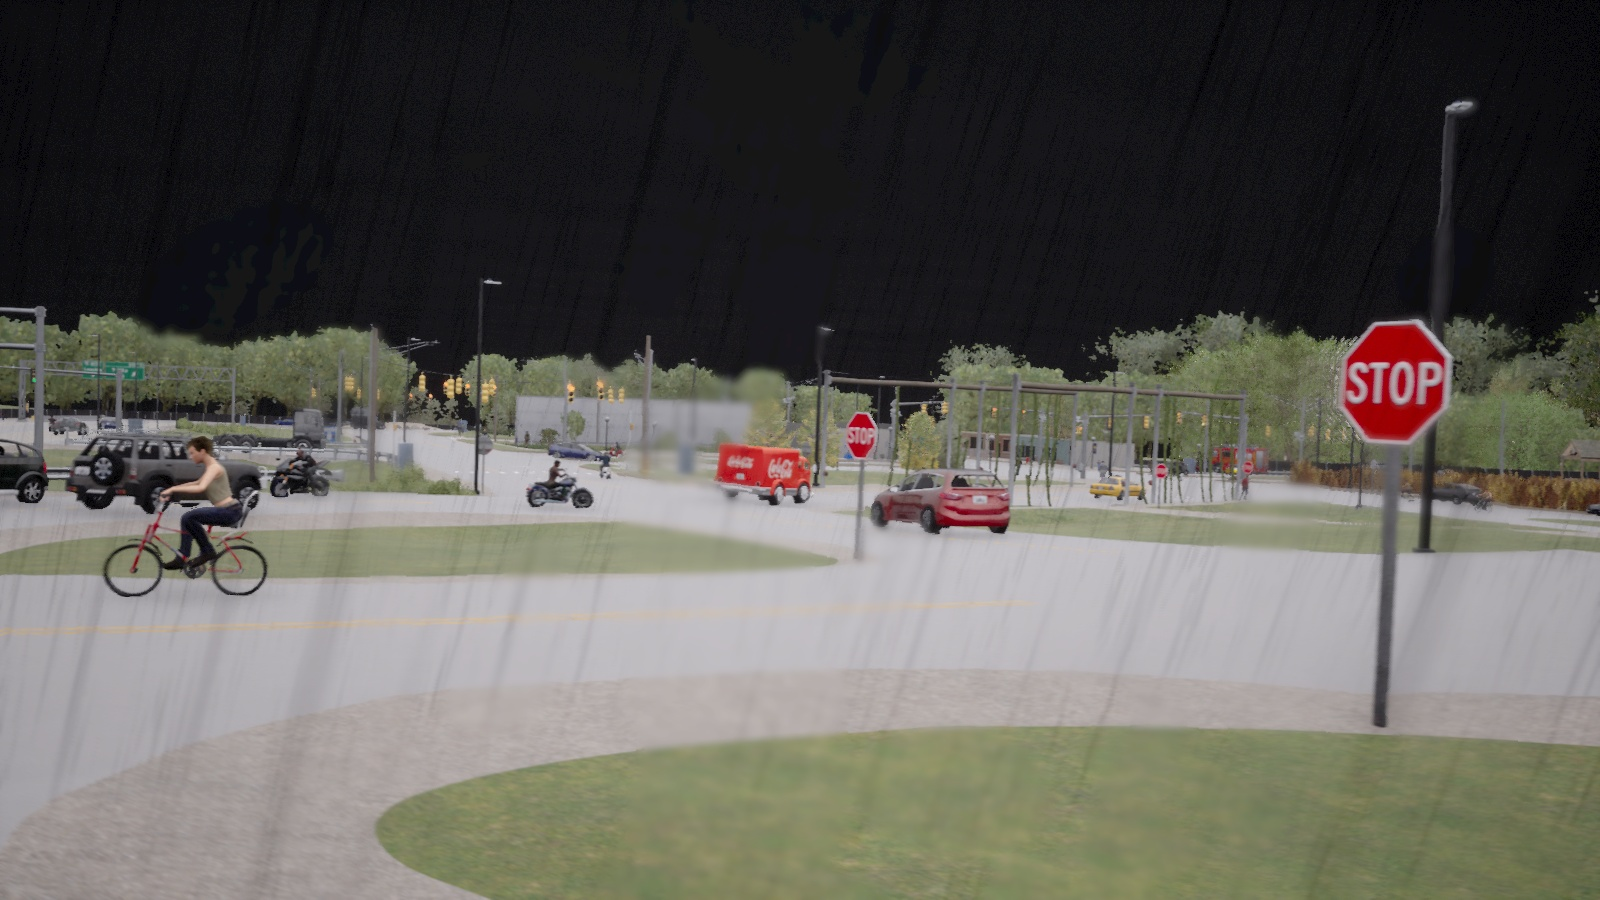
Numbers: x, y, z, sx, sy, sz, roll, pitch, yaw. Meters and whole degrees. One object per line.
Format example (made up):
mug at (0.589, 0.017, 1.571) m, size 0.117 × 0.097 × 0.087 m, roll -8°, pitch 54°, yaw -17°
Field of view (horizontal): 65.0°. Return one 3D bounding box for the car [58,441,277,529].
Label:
car at (-14.753, 0.792, 29.638) m, size 1.932 × 1.855 × 4.605 m, roll 2°, pitch -1°, yaw 17°

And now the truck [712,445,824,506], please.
truck at (-1.347, 1.145, 55.851) m, size 2.627 × 2.467 × 5.204 m, roll 3°, pitch 0°, yaw 28°

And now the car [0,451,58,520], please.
car at (-19.198, 0.805, 28.581) m, size 1.789 × 1.549 × 3.705 m, roll 1°, pitch 0°, yaw 16°

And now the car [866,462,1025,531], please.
car at (3.724, 1.189, 33.138) m, size 2.242 × 1.667 × 4.611 m, roll 0°, pitch -1°, yaw -22°

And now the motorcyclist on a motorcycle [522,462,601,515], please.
motorcyclist on a motorcycle at (-7.899, 1.289, 41.638) m, size 2.350 × 1.649 × 0.766 m, roll 3°, pitch 3°, yaw -36°

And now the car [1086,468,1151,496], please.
car at (20.508, 2.022, 80.693) m, size 1.801 × 1.575 × 5.366 m, roll 3°, pitch 2°, yaw 41°

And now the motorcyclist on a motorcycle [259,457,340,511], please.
motorcyclist on a motorcycle at (-15.173, 1.027, 38.135) m, size 0.866 × 1.530 × 2.191 m, roll 3°, pitch 0°, yaw 28°

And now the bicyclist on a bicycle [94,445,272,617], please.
bicyclist on a bicycle at (-6.091, 0.777, 12.492) m, size 1.509 × 1.612 × 0.866 m, roll 1°, pitch -1°, yaw -23°
